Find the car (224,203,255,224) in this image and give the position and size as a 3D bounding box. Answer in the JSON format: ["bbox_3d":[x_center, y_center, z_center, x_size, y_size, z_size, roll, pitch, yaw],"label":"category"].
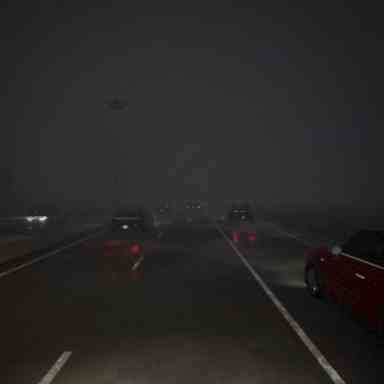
[{"bbox_3d":[3.611,1.601,25.855,2.128,1.511,4.902,0,0,0],"label":"car"}]

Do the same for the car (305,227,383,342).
[{"bbox_3d":[3.612,1.377,5.718,2.097,1.767,4.553,0,0,0],"label":"car"}]

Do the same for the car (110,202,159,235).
[{"bbox_3d":[-3.391,1.573,19.338,2.128,1.511,4.902,0,0,0],"label":"car"}]

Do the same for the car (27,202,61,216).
[{"bbox_3d":[-15.070,1.705,34.033,1.994,1.385,4.181,0,0,0],"label":"car"}]

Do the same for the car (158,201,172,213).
[{"bbox_3d":[-3.383,1.766,39.419,1.895,1.301,4.718,0,0,0],"label":"car"}]

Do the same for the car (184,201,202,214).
[{"bbox_3d":[0.116,1.707,37.817,2.033,1.411,5.357,0,0,0],"label":"car"}]
